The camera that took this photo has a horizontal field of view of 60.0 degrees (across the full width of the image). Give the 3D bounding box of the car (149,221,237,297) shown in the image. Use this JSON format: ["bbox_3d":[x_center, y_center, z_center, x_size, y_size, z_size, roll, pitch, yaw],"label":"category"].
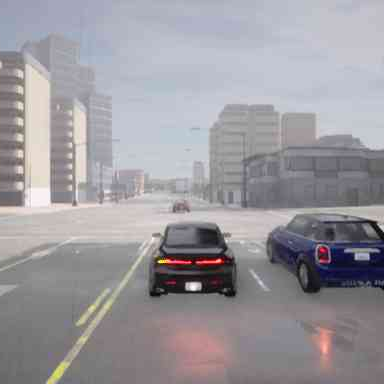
[{"bbox_3d":[0.002,1.499,8.581,1.837,1.490,4.892,0,0,-1],"label":"car"}]

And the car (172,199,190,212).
[{"bbox_3d":[-1.261,1.554,38.438,1.812,1.442,4.674,0,0,-3],"label":"car"}]

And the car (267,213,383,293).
[{"bbox_3d":[3.492,1.347,8.993,2.097,1.767,4.553,0,0,-1],"label":"car"}]
